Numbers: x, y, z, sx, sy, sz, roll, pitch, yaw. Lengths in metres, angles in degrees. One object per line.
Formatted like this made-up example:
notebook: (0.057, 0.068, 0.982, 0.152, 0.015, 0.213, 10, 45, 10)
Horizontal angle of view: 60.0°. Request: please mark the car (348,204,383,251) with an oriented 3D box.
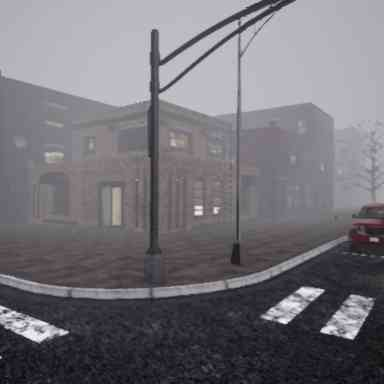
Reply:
car: (8.090, 1.439, 14.098, 2.192, 1.841, 5.009, 0, -1, 36)
